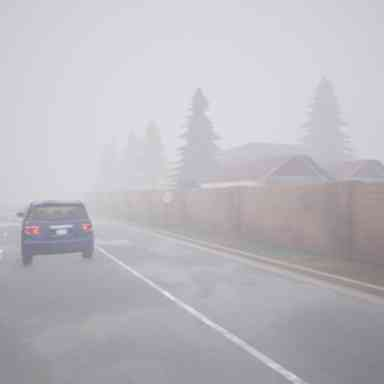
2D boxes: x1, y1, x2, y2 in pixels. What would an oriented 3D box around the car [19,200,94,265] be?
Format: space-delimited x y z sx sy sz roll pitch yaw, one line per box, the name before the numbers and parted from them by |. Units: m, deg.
car | -5.162 1.302 12.426 2.150 2.045 5.566 0 0 -27
